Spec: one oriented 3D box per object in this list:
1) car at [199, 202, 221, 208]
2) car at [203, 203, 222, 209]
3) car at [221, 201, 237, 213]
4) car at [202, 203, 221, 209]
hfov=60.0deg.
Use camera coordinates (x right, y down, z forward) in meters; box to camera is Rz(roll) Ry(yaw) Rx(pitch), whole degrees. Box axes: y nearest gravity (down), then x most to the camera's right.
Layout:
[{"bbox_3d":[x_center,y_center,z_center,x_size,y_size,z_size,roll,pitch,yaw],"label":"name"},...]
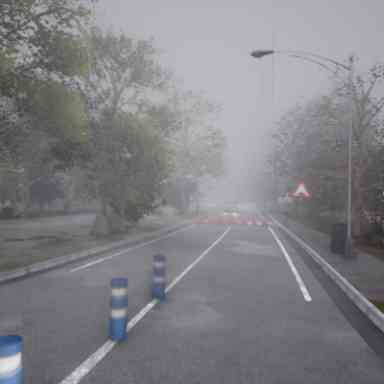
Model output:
[{"bbox_3d":[5.063,3.686,88.475,5.366,1.575,1.946,1,-3,10],"label":"car"},{"bbox_3d":[5.822,3.961,93.960,5.008,1.535,2.097,1,-3,10],"label":"car"},{"bbox_3d":[6.802,2.538,58.409,2.150,2.045,5.566,1,-1,10],"label":"car"},{"bbox_3d":[5.349,3.821,91.233,4.892,1.521,2.231,1,-3,10],"label":"car"}]
